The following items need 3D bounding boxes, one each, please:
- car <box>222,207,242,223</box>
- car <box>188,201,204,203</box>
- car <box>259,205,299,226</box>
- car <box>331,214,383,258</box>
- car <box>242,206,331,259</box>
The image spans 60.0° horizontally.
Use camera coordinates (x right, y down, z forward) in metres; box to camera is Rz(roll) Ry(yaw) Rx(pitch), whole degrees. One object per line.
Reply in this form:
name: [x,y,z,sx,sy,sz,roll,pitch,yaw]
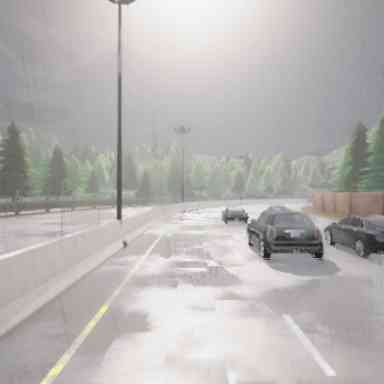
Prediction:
car: [3.570,1.911,28.226,1.895,1.301,4.718,0,-1,2]
car: [1.419,2.237,67.366,1.837,1.490,4.892,0,0,23]
car: [7.036,1.849,27.491,2.033,1.411,5.357,0,-1,1]
car: [7.024,1.656,13.482,1.837,1.490,4.892,0,0,0]
car: [3.524,1.499,13.408,2.097,1.767,4.553,0,-1,0]
